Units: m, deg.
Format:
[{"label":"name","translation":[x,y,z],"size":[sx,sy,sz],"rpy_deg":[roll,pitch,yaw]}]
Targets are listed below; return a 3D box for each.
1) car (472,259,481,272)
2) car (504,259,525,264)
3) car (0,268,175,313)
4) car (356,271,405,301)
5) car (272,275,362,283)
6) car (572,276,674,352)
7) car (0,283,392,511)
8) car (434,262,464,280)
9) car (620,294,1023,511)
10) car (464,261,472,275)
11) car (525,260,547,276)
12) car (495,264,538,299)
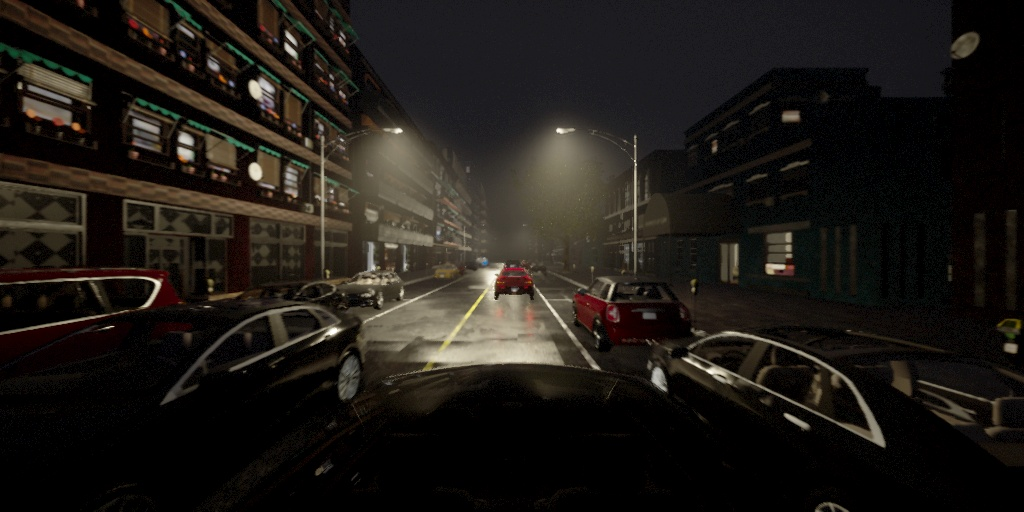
[{"label":"car","translation":[-5.680,1.382,48.831],"size":[1.948,1.339,4.313],"rpy_deg":[0,0,0]},{"label":"car","translation":[0.110,1.153,40.905],"size":[2.097,1.767,4.553],"rpy_deg":[0,0,0]},{"label":"car","translation":[-5.689,1.066,3.259],"size":[2.192,1.841,5.009],"rpy_deg":[0,0,0]},{"label":"car","translation":[-5.687,1.313,14.651],"size":[2.007,1.370,4.403],"rpy_deg":[0,0,0]},{"label":"car","translation":[-5.688,1.322,8.956],"size":[1.948,1.339,4.313],"rpy_deg":[0,0,0]},{"label":"car","translation":[2.693,1.197,8.952],"size":[1.967,1.591,4.097],"rpy_deg":[0,0,0]},{"label":"car","translation":[-3.087,1.243,3.421],"size":[2.128,1.511,4.902],"rpy_deg":[0,0,1]},{"label":"car","translation":[-5.684,1.311,31.572],"size":[1.751,1.417,4.829],"rpy_deg":[0,0,0]},{"label":"car","translation":[2.692,1.302,3.255],"size":[2.007,1.370,4.403],"rpy_deg":[0,0,0]},{"label":"car","translation":[-5.682,1.340,37.439],"size":[1.888,1.381,4.507],"rpy_deg":[0,0,0]},{"label":"car","translation":[2.699,1.346,37.435],"size":[2.007,1.370,4.403],"rpy_deg":[0,0,0]},{"label":"car","translation":[0.105,1.293,17.974],"size":[1.812,1.442,4.674],"rpy_deg":[0,0,0]}]
